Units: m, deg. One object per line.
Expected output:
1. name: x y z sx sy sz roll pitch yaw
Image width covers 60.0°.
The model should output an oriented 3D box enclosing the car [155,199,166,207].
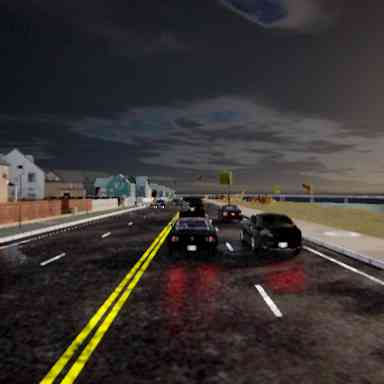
1. car: -6.464 2.214 68.147 1.812 1.442 4.674 0 -1 0

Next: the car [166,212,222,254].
1. car: 0.009 1.734 14.102 1.895 1.301 4.718 0 -1 0

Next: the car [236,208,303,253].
1. car: 3.261 1.643 14.302 1.837 1.490 4.892 0 0 0

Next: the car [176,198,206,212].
1. car: 0.016 1.495 29.024 2.150 2.045 5.566 0 0 0

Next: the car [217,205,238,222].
1. car: 3.266 1.825 28.981 2.033 1.411 5.357 0 -1 0

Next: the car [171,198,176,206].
1. car: -3.213 2.040 68.428 2.097 1.767 4.553 0 -1 0
